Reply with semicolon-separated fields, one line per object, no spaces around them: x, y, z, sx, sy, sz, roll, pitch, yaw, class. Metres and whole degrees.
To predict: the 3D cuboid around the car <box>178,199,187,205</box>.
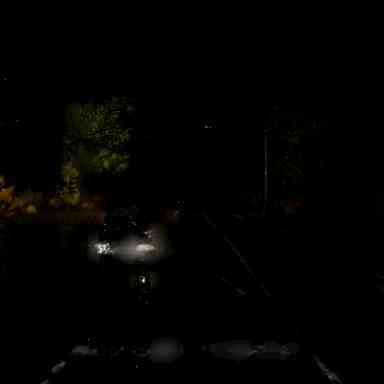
-2.534;2.628;86.966;1.837;1.490;4.892;0;-1;6;car

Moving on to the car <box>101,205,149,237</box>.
-3.521;1.494;18.266;1.882;1.535;5.008;1;-1;0;car
